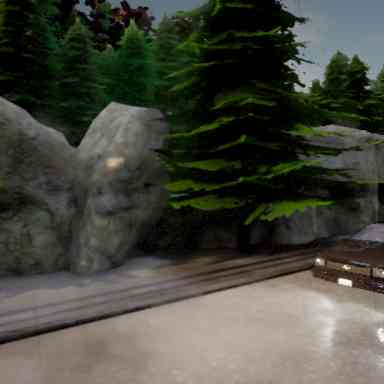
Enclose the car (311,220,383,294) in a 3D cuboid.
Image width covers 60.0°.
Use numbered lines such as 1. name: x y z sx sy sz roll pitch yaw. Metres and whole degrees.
1. car: 5.319 1.438 8.391 5.357 1.411 2.033 -1 0 -35
